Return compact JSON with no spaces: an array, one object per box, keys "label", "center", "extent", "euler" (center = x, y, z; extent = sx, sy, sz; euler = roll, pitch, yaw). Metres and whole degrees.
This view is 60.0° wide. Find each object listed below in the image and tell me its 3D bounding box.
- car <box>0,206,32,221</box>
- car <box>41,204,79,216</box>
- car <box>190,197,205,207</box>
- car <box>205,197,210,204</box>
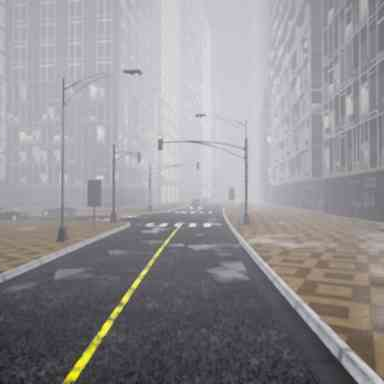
[{"label":"car","center":[-17.314,2.048,31.342],"extent":[4.403,1.369,2.008],"euler":[-1,0,11]},{"label":"car","center":[-15.716,2.150,39.567],"extent":[4.403,1.369,2.008],"euler":[-1,0,11]},{"label":"car","center":[0.837,1.919,60.756],"extent":[1.837,1.490,4.892],"euler":[0,0,7]},{"label":"car","center":[3.003,1.851,75.955],"extent":[2.097,1.767,4.553],"euler":[0,0,9]}]
